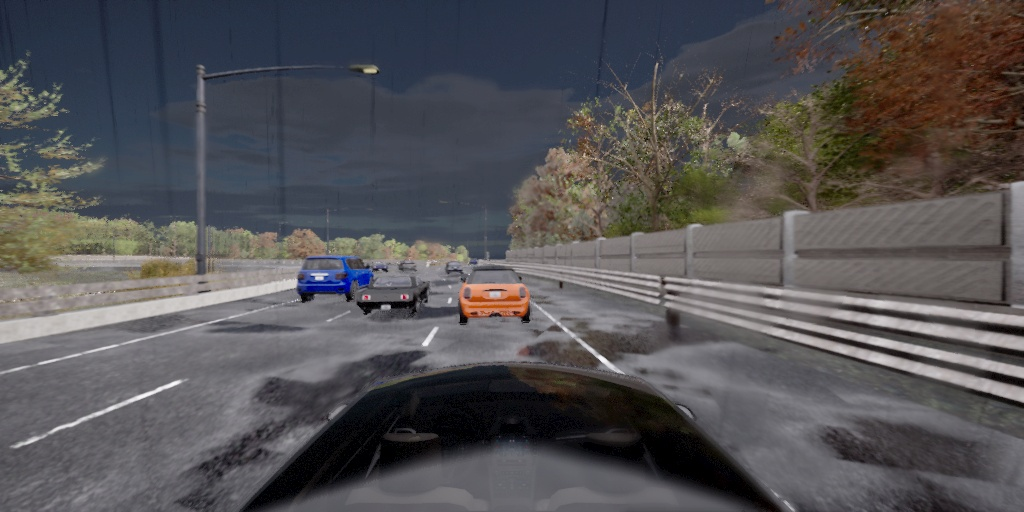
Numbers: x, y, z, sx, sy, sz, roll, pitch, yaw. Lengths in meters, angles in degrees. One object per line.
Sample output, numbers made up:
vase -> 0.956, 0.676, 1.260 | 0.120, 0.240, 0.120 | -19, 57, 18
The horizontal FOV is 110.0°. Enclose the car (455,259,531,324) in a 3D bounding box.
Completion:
car -> -0.684, 1.108, 12.219 | 2.097, 1.767, 4.553 | 0, 0, -6

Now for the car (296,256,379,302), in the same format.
car -> -8.315, 1.007, 17.379 | 2.150, 2.045, 5.566 | 0, 0, -9

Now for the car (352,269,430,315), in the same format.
car -> -4.322, 1.371, 13.832 | 1.895, 1.301, 4.718 | 0, 0, -6

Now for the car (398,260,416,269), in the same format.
car -> -13.987, 1.308, 47.662 | 2.128, 1.511, 4.902 | 0, 0, -25

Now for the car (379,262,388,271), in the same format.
car -> -17.431, 1.430, 46.852 | 1.895, 1.301, 4.718 | 0, 0, -25

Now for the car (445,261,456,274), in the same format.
car -> -6.775, 1.335, 41.802 | 2.033, 1.411, 5.357 | 0, 0, -13
